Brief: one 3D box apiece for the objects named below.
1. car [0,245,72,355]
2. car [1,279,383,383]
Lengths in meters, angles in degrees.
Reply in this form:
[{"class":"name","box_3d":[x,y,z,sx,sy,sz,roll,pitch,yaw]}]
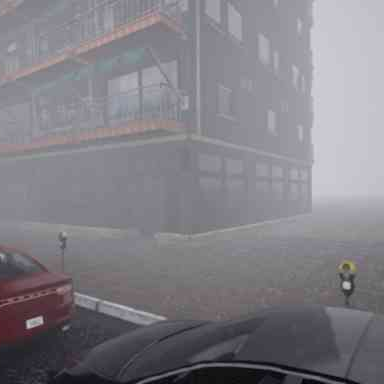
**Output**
[{"class":"car","box_3d":[-3.861,1.572,5.628,4.507,1.381,1.887,0,0,35]},{"class":"car","box_3d":[0.728,1.569,2.356,4.313,1.339,1.947,0,0,35]}]
